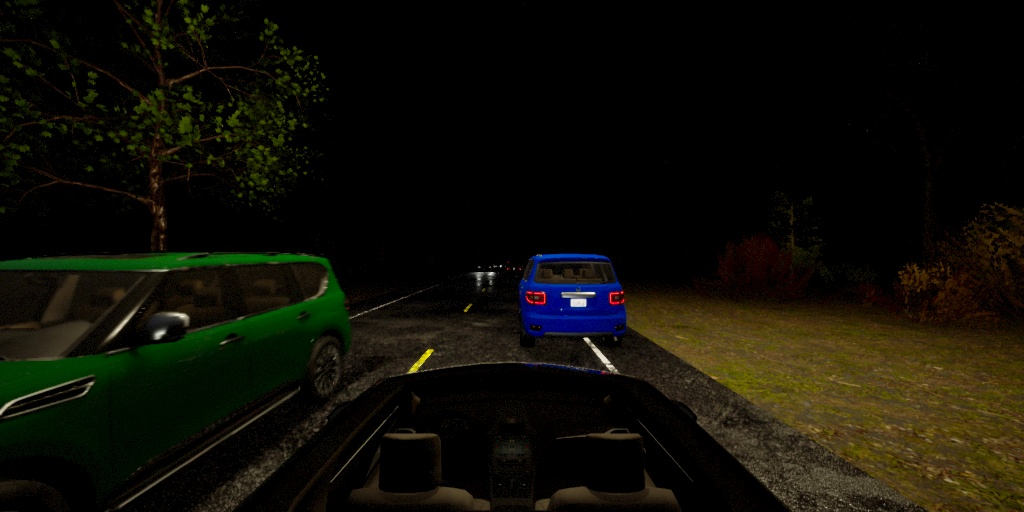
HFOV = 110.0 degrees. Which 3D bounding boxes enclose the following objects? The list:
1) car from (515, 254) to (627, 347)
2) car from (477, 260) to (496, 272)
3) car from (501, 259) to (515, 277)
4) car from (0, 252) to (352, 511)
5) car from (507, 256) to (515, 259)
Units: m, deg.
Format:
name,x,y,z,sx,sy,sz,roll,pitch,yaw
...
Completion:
name,x,y,z,sx,sy,sz,roll,pitch,yaw
car,1.261,0.975,9.423,2.150,2.045,5.566,0,0,0
car,-3.420,1.324,46.426,1.837,1.490,4.892,0,0,0
car,0.228,1.343,38.750,2.033,1.411,5.357,0,0,0
car,-3.588,0.971,3.393,2.150,2.045,5.566,0,0,0
car,0.237,1.057,51.410,2.150,2.045,5.566,0,0,1
